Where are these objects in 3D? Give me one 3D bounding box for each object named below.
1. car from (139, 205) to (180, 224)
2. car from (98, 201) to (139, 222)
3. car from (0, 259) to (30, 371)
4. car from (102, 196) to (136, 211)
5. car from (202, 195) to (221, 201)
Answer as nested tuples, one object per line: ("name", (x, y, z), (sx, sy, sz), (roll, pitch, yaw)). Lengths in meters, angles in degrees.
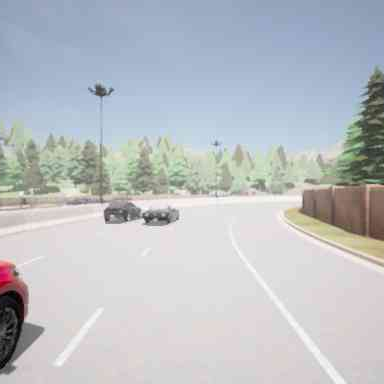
("car", (-2.164, 1.606, 24.909), (1.895, 1.301, 4.718), (0, 0, 9))
("car", (-5.408, 1.510, 26.545), (1.837, 1.490, 4.892), (0, 0, 9))
("car", (-3.438, 1.222, 2.457), (2.150, 2.045, 5.566), (0, 0, 0))
("car", (-9.072, 1.360, 41.635), (2.097, 1.767, 4.553), (0, 0, 18))
("car", (4.811, 1.478, 81.154), (1.882, 1.535, 5.008), (0, 0, 40))
